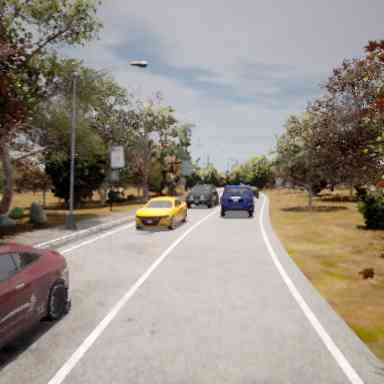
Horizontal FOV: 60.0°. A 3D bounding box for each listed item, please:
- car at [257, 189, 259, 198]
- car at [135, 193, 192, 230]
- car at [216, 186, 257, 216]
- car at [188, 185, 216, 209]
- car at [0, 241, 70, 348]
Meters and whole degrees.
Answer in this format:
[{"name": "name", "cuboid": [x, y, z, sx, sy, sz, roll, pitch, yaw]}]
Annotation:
[{"name": "car", "cuboid": [8.491, 0.028, 47.027, 1.837, 1.490, 4.892, 0, 2, 11]}, {"name": "car", "cuboid": [-1.541, 1.040, 17.973, 1.882, 1.535, 5.008, 0, 2, 10]}, {"name": "car", "cuboid": [3.384, 0.545, 24.078, 2.150, 2.045, 5.566, 0, 2, 12]}, {"name": "car", "cuboid": [1.018, 0.364, 30.348, 2.150, 2.045, 5.566, 0, 2, 14]}, {"name": "car", "cuboid": [-3.254, 1.466, 4.400, 1.812, 1.442, 4.674, 0, 1, 4]}]
